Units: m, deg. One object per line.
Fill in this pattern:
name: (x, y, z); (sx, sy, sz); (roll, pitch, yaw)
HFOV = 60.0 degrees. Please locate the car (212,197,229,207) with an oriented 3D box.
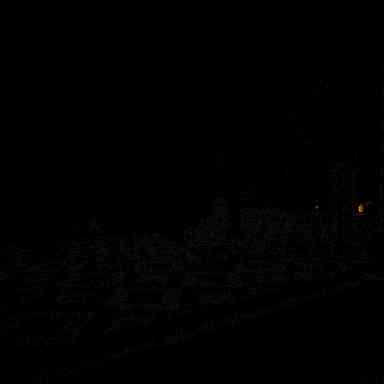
car: (4.654, 1.478, 46.301); (1.752, 1.417, 4.829); (2, -1, -36)

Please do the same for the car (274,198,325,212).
car: (12.695, 1.509, 39.669); (2.128, 1.511, 4.902); (2, -1, -36)

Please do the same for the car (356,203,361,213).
car: (18.543, 1.489, 31.520); (1.882, 1.535, 5.008); (2, -1, -36)

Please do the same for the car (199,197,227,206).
car: (3.598, 1.660, 57.735); (2.033, 1.411, 5.357); (2, -1, -35)

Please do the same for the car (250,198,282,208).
car: (11.381, 1.705, 51.543); (1.752, 1.417, 4.829); (2, -1, -36)

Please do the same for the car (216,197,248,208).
car: (5.891, 1.530, 49.166); (1.837, 1.490, 4.892); (2, -1, -36)

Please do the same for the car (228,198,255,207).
car: (8.280, 1.733, 55.861); (2.008, 1.369, 4.403); (2, -1, -36)

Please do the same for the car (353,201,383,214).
car: (21.080, 1.735, 38.033); (1.947, 1.339, 4.313); (2, -1, -36)

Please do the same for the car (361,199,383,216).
car: (17.340, 1.380, 28.635); (1.967, 1.590, 4.097); (2, -1, -37)

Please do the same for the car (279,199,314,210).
car: (14.680, 1.742, 46.947); (1.947, 1.339, 4.313); (2, -1, -36)

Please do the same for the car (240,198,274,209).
car: (7.755, 1.494, 41.981); (1.887, 1.381, 4.507); (2, -1, -36)

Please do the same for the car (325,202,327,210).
car: (17.880, 1.754, 42.490); (1.802, 1.307, 4.206); (2, -1, -36)
